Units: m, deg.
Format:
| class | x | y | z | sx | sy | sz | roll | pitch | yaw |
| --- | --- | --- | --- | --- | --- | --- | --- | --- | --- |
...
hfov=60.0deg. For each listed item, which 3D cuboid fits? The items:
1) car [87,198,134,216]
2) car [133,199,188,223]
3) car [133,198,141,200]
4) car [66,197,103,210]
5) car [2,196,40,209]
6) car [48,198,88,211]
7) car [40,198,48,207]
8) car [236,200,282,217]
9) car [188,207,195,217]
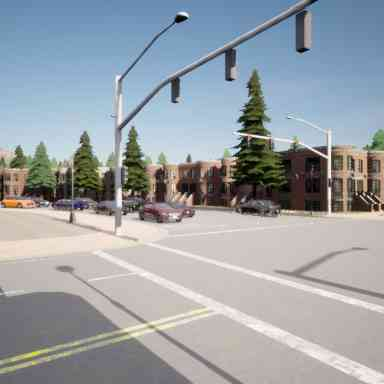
| class | x | y | z | sx | sy | sz | roll | pitch | yaw |
| --- | --- | --- | --- | --- | --- | --- | --- | --- | --- |
| car | -8.215 | 1.547 | 33.250 | 2.033 | 1.411 | 5.357 | 0 | 0 | -38 |
| car | -2.543 | 1.526 | 25.566 | 1.812 | 1.442 | 4.674 | 0 | 0 | -35 |
| car | -6.908 | 1.601 | 37.017 | 1.895 | 1.301 | 4.718 | 0 | 0 | -41 |
| car | -14.256 | 1.492 | 43.852 | 4.902 | 1.511 | 2.128 | 0 | 0 | 36 |
| car | -23.615 | 1.352 | 45.436 | 4.553 | 1.767 | 2.097 | 0 | 0 | 25 |
| car | -14.898 | 1.601 | 40.030 | 4.718 | 1.301 | 1.895 | 0 | 0 | 38 |
| car | -23.202 | 1.492 | 49.116 | 4.902 | 1.511 | 2.128 | 0 | 0 | 23 |
| car | 6.213 | 1.491 | 31.590 | 2.128 | 1.511 | 4.902 | 0 | 0 | -35 |
| car | -1.553 | 1.564 | 30.084 | 1.994 | 1.385 | 4.181 | 0 | 0 | -37 |
